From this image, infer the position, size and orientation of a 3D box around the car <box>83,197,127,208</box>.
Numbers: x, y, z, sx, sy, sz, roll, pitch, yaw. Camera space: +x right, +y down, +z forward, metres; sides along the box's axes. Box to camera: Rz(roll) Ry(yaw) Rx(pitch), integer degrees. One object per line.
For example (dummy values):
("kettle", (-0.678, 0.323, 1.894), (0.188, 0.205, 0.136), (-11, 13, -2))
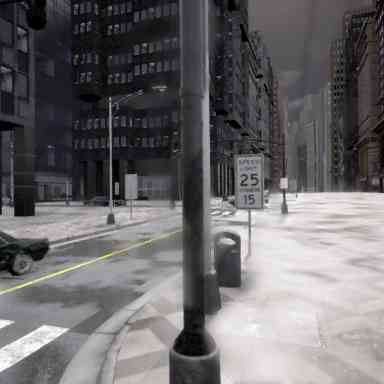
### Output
("car", (-9.695, 1.175, 37.348), (4.718, 1.301, 1.895), (-1, 0, 19))

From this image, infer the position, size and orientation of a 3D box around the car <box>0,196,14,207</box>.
("car", (-27.450, 1.327, 46.803), (4.181, 1.385, 1.994), (0, 0, 19))

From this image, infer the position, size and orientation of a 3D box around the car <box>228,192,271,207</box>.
("car", (6.367, 0.984, 36.976), (4.718, 1.301, 1.895), (-2, 1, -34))

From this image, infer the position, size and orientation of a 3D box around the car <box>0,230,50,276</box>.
("car", (-5.620, 1.539, 7.523), (1.895, 1.301, 4.718), (-1, 1, 19))

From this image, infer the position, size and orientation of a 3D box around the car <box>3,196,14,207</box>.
("car", (-24.940, 1.214, 42.581), (4.902, 1.511, 2.128), (-1, 0, 19))

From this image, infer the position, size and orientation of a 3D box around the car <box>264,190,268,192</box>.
("car", (11.228, 0.632, 56.940), (1.994, 1.385, 4.181), (-1, 1, 19))
